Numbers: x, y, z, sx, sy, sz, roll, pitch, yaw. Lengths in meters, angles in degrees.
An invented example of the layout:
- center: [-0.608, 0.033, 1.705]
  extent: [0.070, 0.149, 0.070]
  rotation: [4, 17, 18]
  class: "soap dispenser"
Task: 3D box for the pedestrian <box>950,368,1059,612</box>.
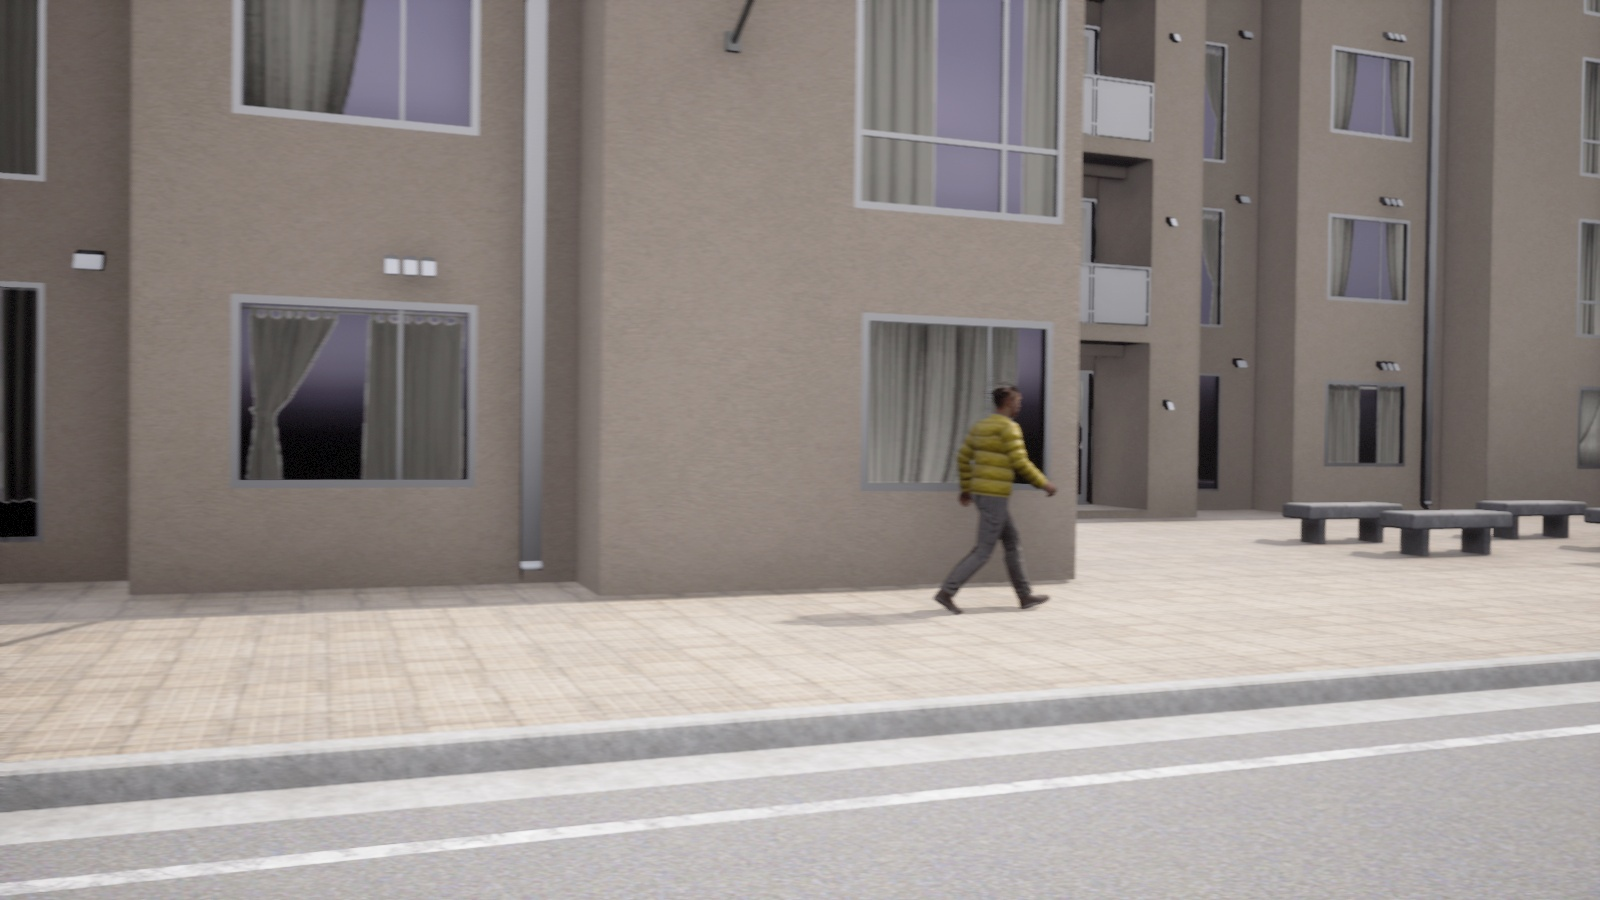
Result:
- center: [1.585, 0.297, 9.763]
  extent: [0.709, 1.840, 0.431]
  rotation: [-1, 1, -16]
  class: "pedestrian"
